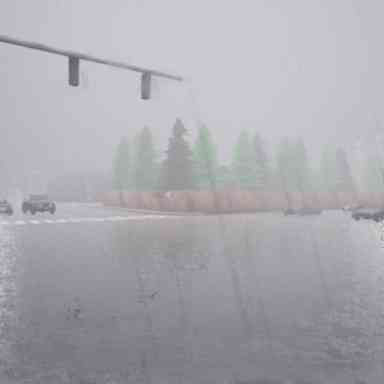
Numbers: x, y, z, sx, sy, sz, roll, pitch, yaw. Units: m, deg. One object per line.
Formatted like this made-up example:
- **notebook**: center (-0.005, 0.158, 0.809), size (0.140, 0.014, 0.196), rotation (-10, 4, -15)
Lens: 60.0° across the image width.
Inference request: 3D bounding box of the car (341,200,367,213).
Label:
- **car**: center (19.691, 1.694, 39.493), size (4.902, 1.511, 2.128), rotation (0, 0, -35)

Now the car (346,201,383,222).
- **car**: center (15.639, 1.698, 28.022), size (5.357, 1.411, 2.033), rotation (0, 0, -35)

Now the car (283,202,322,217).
- **car**: center (11.114, 1.711, 33.390), size (4.181, 1.385, 1.994), rotation (0, 0, -35)

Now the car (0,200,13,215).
- **car**: center (-19.013, 1.510, 32.953), size (2.128, 1.511, 4.902), rotation (0, 0, -36)

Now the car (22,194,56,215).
- **car**: center (-16.055, 1.258, 34.752), size (2.150, 2.045, 5.566), rotation (0, 0, -39)
